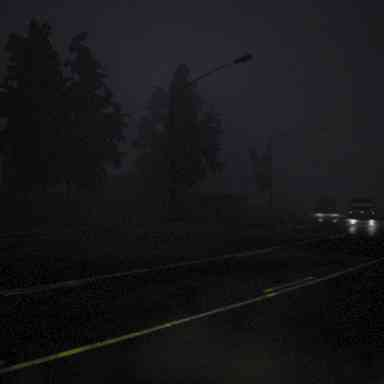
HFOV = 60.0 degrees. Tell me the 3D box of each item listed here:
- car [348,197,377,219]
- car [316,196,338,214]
[{"bbox_3d":[16.477,1.459,32.156,2.150,2.045,5.566,0,-1,28],"label":"car"},{"bbox_3d":[16.846,1.582,41.726,2.150,2.045,5.566,0,-1,17],"label":"car"}]
